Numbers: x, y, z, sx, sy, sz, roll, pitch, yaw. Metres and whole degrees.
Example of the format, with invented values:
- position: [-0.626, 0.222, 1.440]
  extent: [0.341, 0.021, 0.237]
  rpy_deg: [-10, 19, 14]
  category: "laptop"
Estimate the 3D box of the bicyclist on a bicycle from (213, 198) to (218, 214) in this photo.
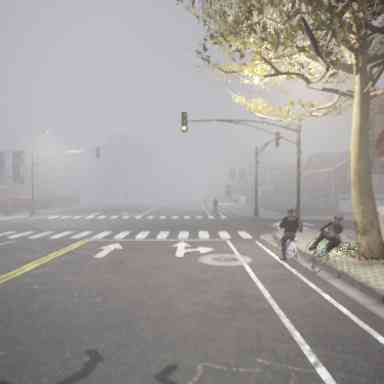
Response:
- position: [2.278, 1.401, 32.370]
  extent: [0.582, 1.620, 1.656]
  rpy_deg: [0, 0, 0]
  category: "bicyclist on a bicycle"

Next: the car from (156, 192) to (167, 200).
- position: [-6.441, 0.821, 71.148]
  extent: [2.097, 1.767, 4.553]
  rpy_deg: [0, 0, 0]
  category: "car"

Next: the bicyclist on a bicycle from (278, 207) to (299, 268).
- position: [2.982, 1.361, 10.416]
  extent: [0.659, 1.776, 1.843]
  rpy_deg: [3, 0, -1]
  category: "bicyclist on a bicycle"

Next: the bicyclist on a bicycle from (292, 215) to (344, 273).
- position: [3.727, 1.391, 9.301]
  extent: [0.582, 1.620, 1.656]
  rpy_deg: [30, 14, 0]
  category: "bicyclist on a bicycle"

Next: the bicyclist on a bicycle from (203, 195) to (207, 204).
- position: [2.316, 1.328, 55.967]
  extent: [0.866, 1.612, 1.509]
  rpy_deg: [0, 0, 0]
  category: "bicyclist on a bicycle"
